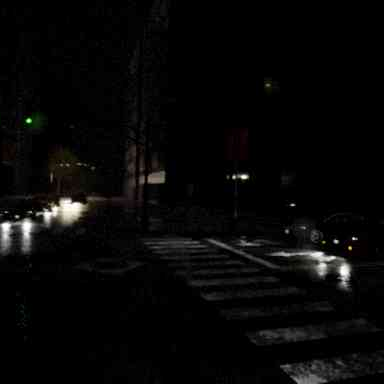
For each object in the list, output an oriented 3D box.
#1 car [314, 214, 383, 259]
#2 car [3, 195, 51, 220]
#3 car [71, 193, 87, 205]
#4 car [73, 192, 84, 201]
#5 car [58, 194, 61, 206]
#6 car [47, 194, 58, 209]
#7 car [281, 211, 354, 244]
[{"bbox_3d":[7.497,1.802,13.527,4.181,1.385,1.994,2,0,-18],"label":"car"},{"bbox_3d":[-11.972,1.198,24.134,2.033,1.411,5.357,2,0,-14],"label":"car"},{"bbox_3d":[-16.595,0.878,48.706,2.097,1.767,4.553,2,0,-21],"label":"car"},{"bbox_3d":[-21.633,0.859,63.682,1.882,1.535,5.008,2,0,-18],"label":"car"},{"bbox_3d":[-18.096,0.968,43.136,2.128,1.511,4.902,2,0,-18],"label":"car"},{"bbox_3d":[-15.003,1.042,33.456,1.882,1.535,5.008,2,0,-18],"label":"car"},{"bbox_3d":[6.913,1.708,16.753,4.902,1.511,2.128,2,0,-18],"label":"car"}]
